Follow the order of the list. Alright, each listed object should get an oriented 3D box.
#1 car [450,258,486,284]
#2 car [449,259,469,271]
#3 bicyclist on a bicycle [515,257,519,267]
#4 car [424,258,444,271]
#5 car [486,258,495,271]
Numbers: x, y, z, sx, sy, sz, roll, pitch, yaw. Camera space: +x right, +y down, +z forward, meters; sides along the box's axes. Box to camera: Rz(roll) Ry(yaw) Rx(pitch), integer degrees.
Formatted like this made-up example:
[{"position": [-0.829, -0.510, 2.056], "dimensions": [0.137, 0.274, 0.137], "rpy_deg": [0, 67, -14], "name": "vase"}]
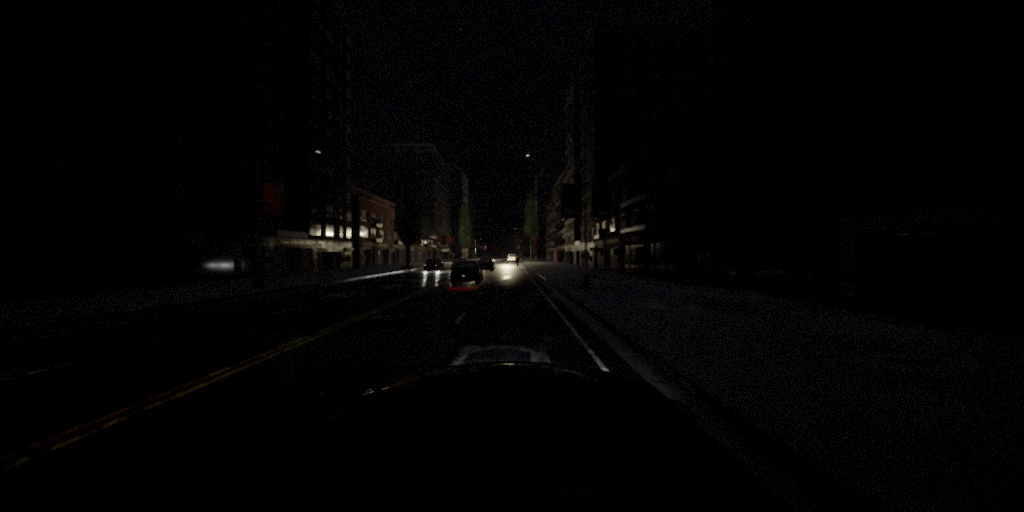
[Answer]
[{"position": [-3.153, 1.127, 25.766], "dimensions": [1.882, 1.535, 5.008], "rpy_deg": [0, 0, 0], "name": "car"}, {"position": [-6.580, 1.077, 45.063], "dimensions": [1.812, 1.442, 4.674], "rpy_deg": [0, 0, 0], "name": "car"}, {"position": [0.892, 0.949, 55.343], "dimensions": [0.582, 1.620, 1.656], "rpy_deg": [0, 0, 0], "name": "bicyclist on a bicycle"}, {"position": [-9.827, 1.057, 45.404], "dimensions": [1.837, 1.490, 4.892], "rpy_deg": [0, 0, 0], "name": "car"}, {"position": [-3.150, 1.036, 43.743], "dimensions": [1.882, 1.535, 5.008], "rpy_deg": [0, 0, 0], "name": "car"}]
